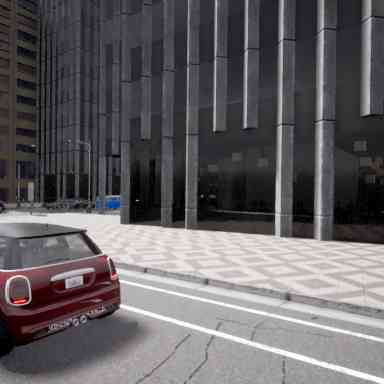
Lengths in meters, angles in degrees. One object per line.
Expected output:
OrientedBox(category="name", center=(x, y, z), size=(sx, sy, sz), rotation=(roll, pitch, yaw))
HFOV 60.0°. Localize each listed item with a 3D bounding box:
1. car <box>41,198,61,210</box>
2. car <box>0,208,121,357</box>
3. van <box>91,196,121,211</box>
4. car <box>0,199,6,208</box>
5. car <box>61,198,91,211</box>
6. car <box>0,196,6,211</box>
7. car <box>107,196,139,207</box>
OrientedBox(category="car", center=(-15.955, 1.461, 41.608), size=(2.033, 1.411, 5.357), rotation=(1, 1, 36))
OrientedBox(category="car", center=(-3.474, 1.349, 6.155), size=(4.553, 1.767, 2.097), rotation=(0, 0, 35))
OrientedBox(category="van", center=(-9.689, 1.339, 40.271), size=(1.690, 1.788, 3.998), rotation=(1, 1, 36))
OrientedBox(category="car", center=(-21.542, 1.278, 33.785), size=(2.097, 1.767, 4.553), rotation=(1, 1, 35))
OrientedBox(category="car", center=(-12.915, 1.486, 40.363), size=(1.812, 1.442, 4.674), rotation=(1, 1, 36))
OrientedBox(category="car", center=(-22.972, 1.324, 36.432), size=(1.967, 1.590, 4.097), rotation=(1, 1, 36))
OrientedBox(category="car", center=(-10.208, 1.427, 49.578), size=(1.812, 1.442, 4.674), rotation=(1, 1, 36))
